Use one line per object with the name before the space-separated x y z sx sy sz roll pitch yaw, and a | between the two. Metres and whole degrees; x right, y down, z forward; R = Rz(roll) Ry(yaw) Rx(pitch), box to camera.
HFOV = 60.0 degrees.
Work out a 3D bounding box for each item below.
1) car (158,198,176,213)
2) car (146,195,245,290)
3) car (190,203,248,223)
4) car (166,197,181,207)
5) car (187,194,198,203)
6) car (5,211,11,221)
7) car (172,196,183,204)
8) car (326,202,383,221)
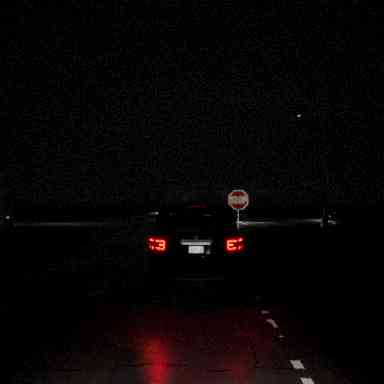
car | -2.831 1.502 39.093 1.882 1.535 5.008 0 0 -2
car | 0.091 1.225 9.217 2.150 2.045 5.566 0 0 0
car | 2.105 1.589 26.349 4.181 1.385 1.994 -1 -1 41
car | -2.870 1.586 52.281 2.033 1.411 5.357 0 0 0
car | 0.040 1.404 69.419 2.097 1.767 4.553 0 0 -1
car | -15.510 1.564 23.551 4.902 1.511 2.128 0 -1 -2
car | -2.827 1.598 67.170 2.033 1.411 5.357 0 0 0
car | 13.644 1.539 26.605 5.357 1.411 2.033 0 -1 -1
